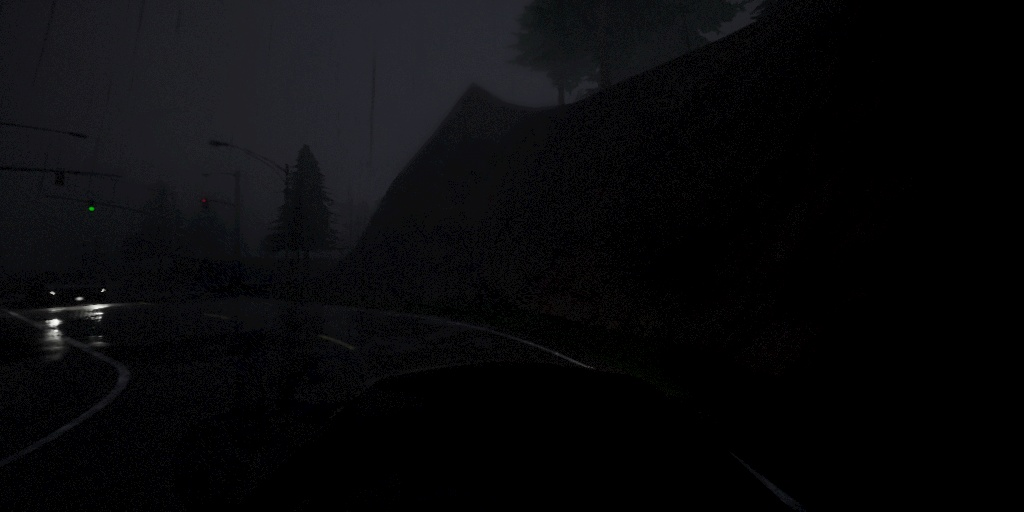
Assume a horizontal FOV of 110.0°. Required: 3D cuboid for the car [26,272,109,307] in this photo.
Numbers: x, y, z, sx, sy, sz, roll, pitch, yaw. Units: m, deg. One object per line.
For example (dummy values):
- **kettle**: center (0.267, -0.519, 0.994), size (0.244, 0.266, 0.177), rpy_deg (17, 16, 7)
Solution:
- **car**: center (-20.654, 1.437, 16.578), size (5.357, 1.411, 2.033), rpy_deg (0, -1, 30)
